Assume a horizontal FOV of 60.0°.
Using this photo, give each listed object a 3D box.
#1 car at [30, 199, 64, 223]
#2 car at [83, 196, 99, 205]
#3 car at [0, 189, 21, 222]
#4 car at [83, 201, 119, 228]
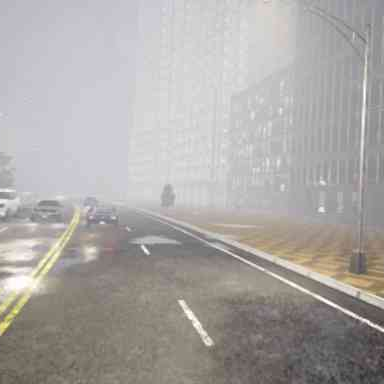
[{"bbox_3d":[-9.990,1.260,23.274,1.812,1.442,4.674,3,0,-17],"label":"car"},{"bbox_3d":[-13.054,1.274,43.068,1.812,1.442,4.674,3,0,-20],"label":"car"},{"bbox_3d":[-13.077,0.809,22.342,2.150,2.045,5.566,3,-1,-17],"label":"car"},{"bbox_3d":[-5.857,1.512,21.582,1.895,1.301,4.718,3,0,-17],"label":"car"}]
